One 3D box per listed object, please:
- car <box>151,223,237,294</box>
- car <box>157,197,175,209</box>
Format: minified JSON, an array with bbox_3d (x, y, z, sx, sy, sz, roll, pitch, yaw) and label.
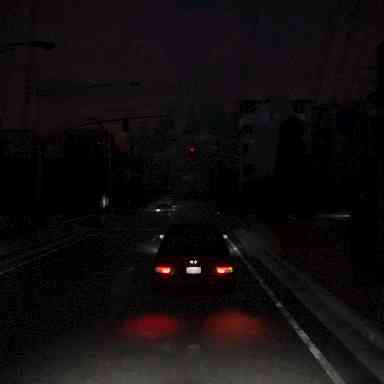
[{"bbox_3d":[0.038,1.547,8.901,2.033,1.411,5.357,0,0,0],"label":"car"},{"bbox_3d":[-3.712,1.525,46.013,1.812,1.442,4.674,0,0,0],"label":"car"}]
